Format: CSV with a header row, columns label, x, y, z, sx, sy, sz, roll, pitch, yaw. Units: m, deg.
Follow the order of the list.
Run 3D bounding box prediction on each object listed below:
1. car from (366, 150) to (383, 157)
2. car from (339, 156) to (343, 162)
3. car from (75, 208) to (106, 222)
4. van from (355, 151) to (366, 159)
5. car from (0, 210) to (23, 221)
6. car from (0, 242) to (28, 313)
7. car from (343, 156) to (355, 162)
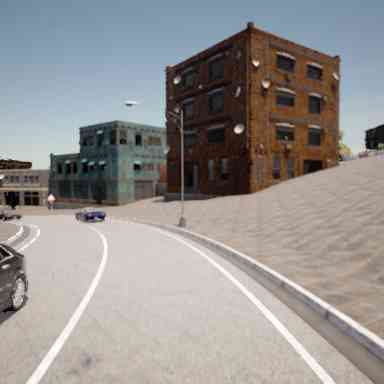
label,x,y,z,sx,sy,sz,roll,pitch,yaw
car,28.943,-5.615,50.549,2.231,1.521,4.892,0,1,7
car,30.872,-6.267,66.954,2.435,2.045,5.566,0,1,7
car,-10.037,2.178,32.541,1.895,1.301,4.718,-2,-1,-32
van,29.573,-5.978,55.903,1.878,1.987,4.442,0,1,7
car,-23.607,2.990,42.602,5.357,1.411,2.033,-4,-1,42
car,-4.102,1.562,4.981,1.837,1.490,4.892,0,0,-6
car,30.233,-5.849,61.512,2.002,1.452,4.674,0,1,7
